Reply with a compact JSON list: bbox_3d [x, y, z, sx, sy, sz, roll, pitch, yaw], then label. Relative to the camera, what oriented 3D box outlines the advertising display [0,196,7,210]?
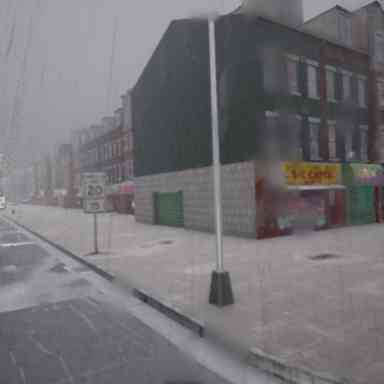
[{"bbox_3d":[-34.476,2.025,60.261,1.540,2.440,0.280,-2,0,-33],"label":"advertising display"}]
